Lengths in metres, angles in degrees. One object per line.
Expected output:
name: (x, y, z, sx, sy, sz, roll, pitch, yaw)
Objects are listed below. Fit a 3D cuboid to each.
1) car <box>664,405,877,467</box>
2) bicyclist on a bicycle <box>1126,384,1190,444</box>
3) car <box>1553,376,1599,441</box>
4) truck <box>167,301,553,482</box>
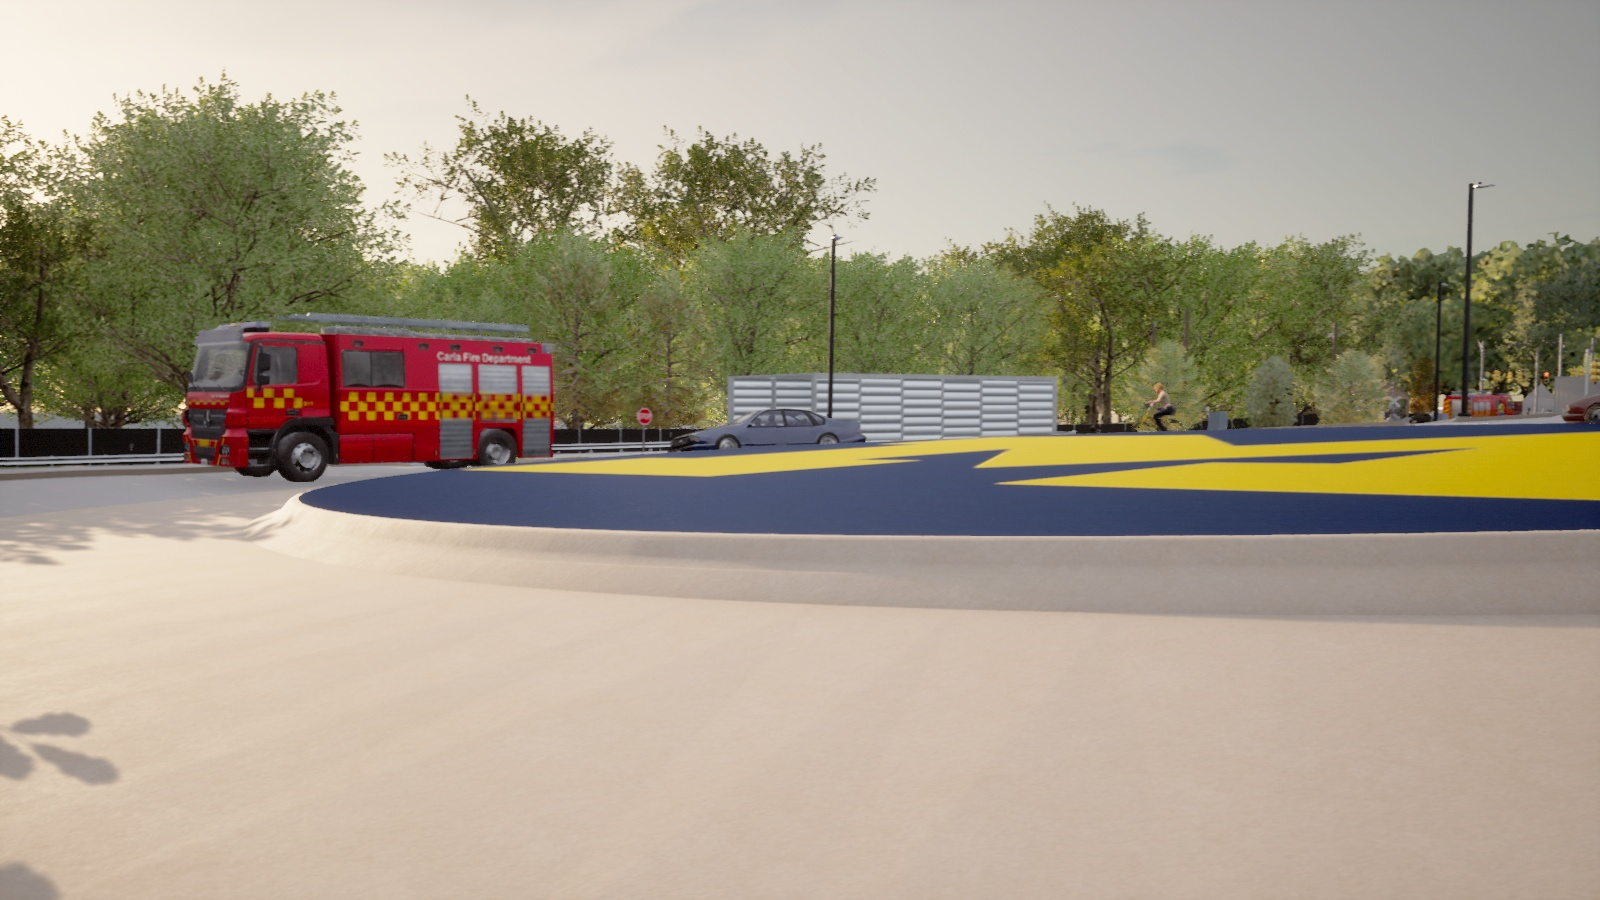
car: (-0.770, -0.391, 33.904, 5.357, 1.411, 2.033, -1, -4, -28)
bicyclist on a bicycle: (10.133, -1.003, 35.565, 1.509, 1.612, 0.866, -2, 0, 34)
car: (18.866, -0.883, 26.165, 2.033, 1.411, 5.357, 0, 1, -20)
truck: (-10.393, -1.359, 30.568, 2.891, 3.827, 8.468, 3, 3, 43)
